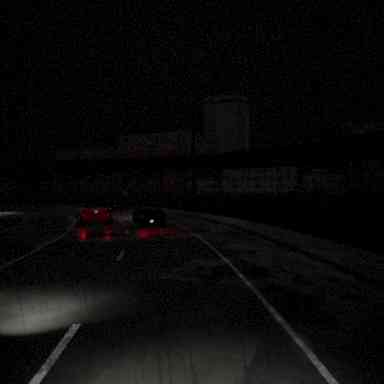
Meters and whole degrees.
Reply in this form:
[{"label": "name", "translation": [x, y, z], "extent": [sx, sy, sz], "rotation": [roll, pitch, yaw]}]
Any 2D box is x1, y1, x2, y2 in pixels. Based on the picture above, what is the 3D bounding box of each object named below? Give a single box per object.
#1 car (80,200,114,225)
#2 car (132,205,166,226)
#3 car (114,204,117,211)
[{"label": "car", "translation": [-7.259, 1.393, 25.013], "extent": [2.097, 1.767, 4.553], "rotation": [-1, 0, -17]}, {"label": "car", "translation": [-3.226, 1.611, 23.968], "extent": [1.895, 1.301, 4.718], "rotation": [0, 0, -15]}, {"label": "car", "translation": [-10.767, 1.650, 40.356], "extent": [1.895, 1.301, 4.718], "rotation": [-1, 0, -33]}]
